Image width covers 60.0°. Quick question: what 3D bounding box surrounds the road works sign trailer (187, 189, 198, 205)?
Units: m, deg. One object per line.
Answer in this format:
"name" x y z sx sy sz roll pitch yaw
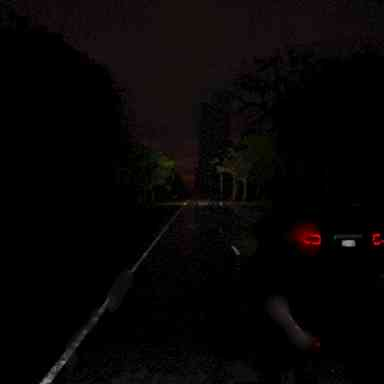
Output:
"road works sign trailer" 0.039 1.001 70.519 2.380 3.560 2.880 0 -1 0

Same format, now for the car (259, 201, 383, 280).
"car" 3.607 1.289 10.331 2.150 2.045 5.566 0 0 0

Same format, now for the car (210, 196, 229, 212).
"car" 3.626 1.535 44.222 2.150 2.045 5.566 0 0 0
